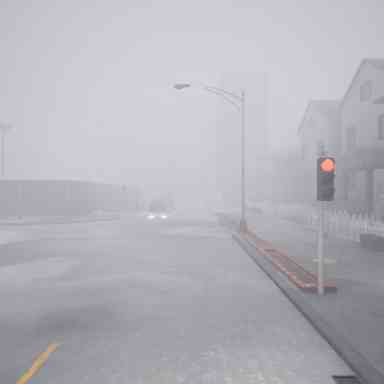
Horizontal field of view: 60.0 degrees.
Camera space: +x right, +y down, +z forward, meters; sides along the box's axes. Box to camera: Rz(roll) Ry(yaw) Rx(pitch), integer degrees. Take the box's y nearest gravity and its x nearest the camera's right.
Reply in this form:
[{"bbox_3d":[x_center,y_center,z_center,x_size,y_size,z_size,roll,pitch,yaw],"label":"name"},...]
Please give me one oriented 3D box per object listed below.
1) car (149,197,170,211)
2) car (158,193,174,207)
[{"bbox_3d":[-4.074,1.600,40.911,1.895,1.301,4.718,0,0,0],"label":"car"},{"bbox_3d":[-4.046,1.221,51.551,2.150,2.045,5.566,0,0,1],"label":"car"}]
